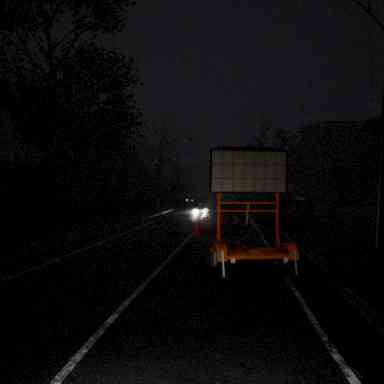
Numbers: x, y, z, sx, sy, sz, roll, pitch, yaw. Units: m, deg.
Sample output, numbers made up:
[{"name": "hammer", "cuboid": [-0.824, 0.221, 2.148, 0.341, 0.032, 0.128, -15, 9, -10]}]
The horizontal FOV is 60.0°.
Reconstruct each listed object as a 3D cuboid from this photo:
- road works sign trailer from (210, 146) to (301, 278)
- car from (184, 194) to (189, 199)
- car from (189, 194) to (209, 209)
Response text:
[{"name": "road works sign trailer", "cuboid": [1.671, 0.441, 10.174, 2.380, 3.560, 2.880, 1, 0, -7]}, {"name": "car", "cuboid": [-0.800, 1.174, 87.565, 1.812, 1.442, 4.674, -1, 0, -12]}, {"name": "car", "cuboid": [1.208, 1.280, 42.253, 2.128, 1.511, 4.902, 1, 0, 6]}]
